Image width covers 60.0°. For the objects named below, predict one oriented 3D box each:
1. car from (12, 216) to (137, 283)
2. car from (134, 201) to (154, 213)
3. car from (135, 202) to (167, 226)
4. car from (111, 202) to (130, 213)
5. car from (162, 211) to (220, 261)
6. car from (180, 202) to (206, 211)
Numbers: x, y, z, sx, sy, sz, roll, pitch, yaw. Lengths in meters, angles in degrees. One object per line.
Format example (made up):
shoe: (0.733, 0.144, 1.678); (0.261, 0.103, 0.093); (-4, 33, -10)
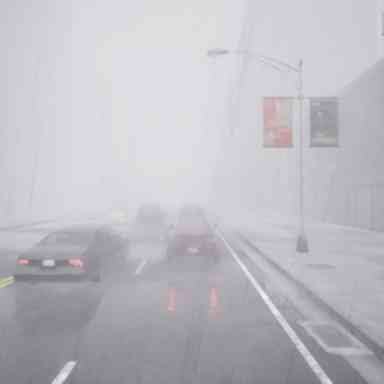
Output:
car: (-3.221, 1.682, 10.032); (2.033, 1.411, 5.357); (0, -1, 1)
car: (-6.574, 2.080, 45.934); (2.128, 1.511, 4.902); (0, -1, 0)
car: (-3.194, 1.705, 27.140); (2.097, 1.767, 4.553); (0, -1, 0)
car: (-9.826, 2.079, 45.901); (2.128, 1.511, 4.902); (0, -1, 0)
car: (0.055, 1.697, 12.879); (1.812, 1.442, 4.674); (0, -1, 0)
car: (0.054, 1.704, 27.135); (2.097, 1.767, 4.553); (0, -1, 1)
